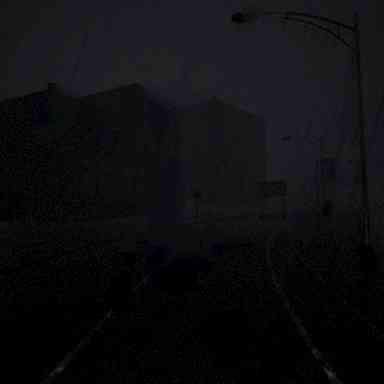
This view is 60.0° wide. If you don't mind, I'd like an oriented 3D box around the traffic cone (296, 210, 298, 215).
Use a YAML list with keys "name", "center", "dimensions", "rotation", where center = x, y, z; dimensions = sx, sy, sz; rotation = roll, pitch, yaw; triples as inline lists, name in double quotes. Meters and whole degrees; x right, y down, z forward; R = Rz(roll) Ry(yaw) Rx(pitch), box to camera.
- name: "traffic cone"
  center: [12.737, 2.426, 40.242]
  dimensions: [0.340, 0.580, 0.340]
  rotation: [-4, -3, 35]

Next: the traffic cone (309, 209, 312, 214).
- name: "traffic cone"
  center: [14.705, 2.386, 41.308]
  dimensions: [0.340, 0.580, 0.340]
  rotation: [-4, -3, 34]

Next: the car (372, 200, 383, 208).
- name: "car"
  center: [33.203, 2.093, 57.381]
  dimensions: [4.674, 1.442, 1.812]
  rotation: [-1, -5, -24]

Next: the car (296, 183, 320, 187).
- name: "car"
  center: [28.574, -1.441, 83.479]
  dimensions: [4.892, 1.521, 2.231]
  rotation: [0, -5, -4]

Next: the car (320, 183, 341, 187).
- name: "car"
  center: [34.079, -1.442, 83.879]
  dimensions: [4.892, 1.521, 2.231]
  rotation: [0, -5, -4]

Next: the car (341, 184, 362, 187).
- name: "car"
  center: [39.604, -1.376, 84.380]
  dimensions: [4.674, 1.452, 2.002]
  rotation: [0, -5, -5]

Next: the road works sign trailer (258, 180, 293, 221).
- name: "road works sign trailer"
  center: [7.548, 0.791, 30.405]
  dimensions: [2.380, 3.560, 2.880]
  rotation: [-3, -2, 36]
